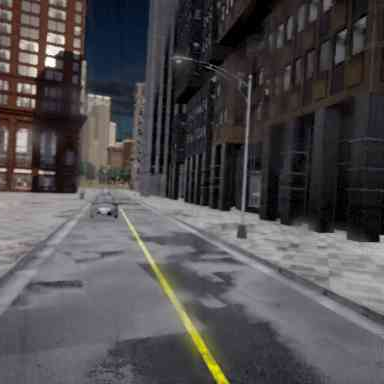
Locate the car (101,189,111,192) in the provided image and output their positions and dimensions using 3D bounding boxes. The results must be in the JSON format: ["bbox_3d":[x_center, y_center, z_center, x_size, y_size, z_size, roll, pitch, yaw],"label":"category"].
[{"bbox_3d":[-16.368,0.082,63.375,1.812,1.442,4.674,3,0,-14],"label":"car"}]

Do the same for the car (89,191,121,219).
[{"bbox_3d":[-6.167,0.984,23.511,2.128,1.511,4.902,3,0,-14],"label":"car"}]
